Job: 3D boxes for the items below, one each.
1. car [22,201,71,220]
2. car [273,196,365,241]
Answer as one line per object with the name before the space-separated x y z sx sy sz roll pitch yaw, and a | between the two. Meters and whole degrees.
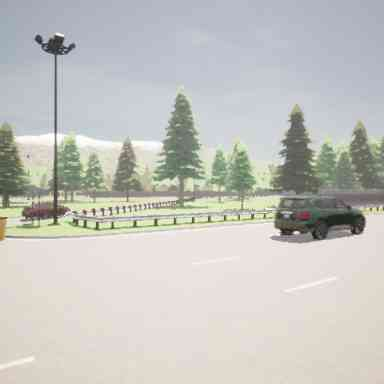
car | -12.268 1.522 28.341 1.812 1.442 4.674 0 0 17
car | 6.571 1.214 17.001 5.566 2.045 2.150 0 0 -35
